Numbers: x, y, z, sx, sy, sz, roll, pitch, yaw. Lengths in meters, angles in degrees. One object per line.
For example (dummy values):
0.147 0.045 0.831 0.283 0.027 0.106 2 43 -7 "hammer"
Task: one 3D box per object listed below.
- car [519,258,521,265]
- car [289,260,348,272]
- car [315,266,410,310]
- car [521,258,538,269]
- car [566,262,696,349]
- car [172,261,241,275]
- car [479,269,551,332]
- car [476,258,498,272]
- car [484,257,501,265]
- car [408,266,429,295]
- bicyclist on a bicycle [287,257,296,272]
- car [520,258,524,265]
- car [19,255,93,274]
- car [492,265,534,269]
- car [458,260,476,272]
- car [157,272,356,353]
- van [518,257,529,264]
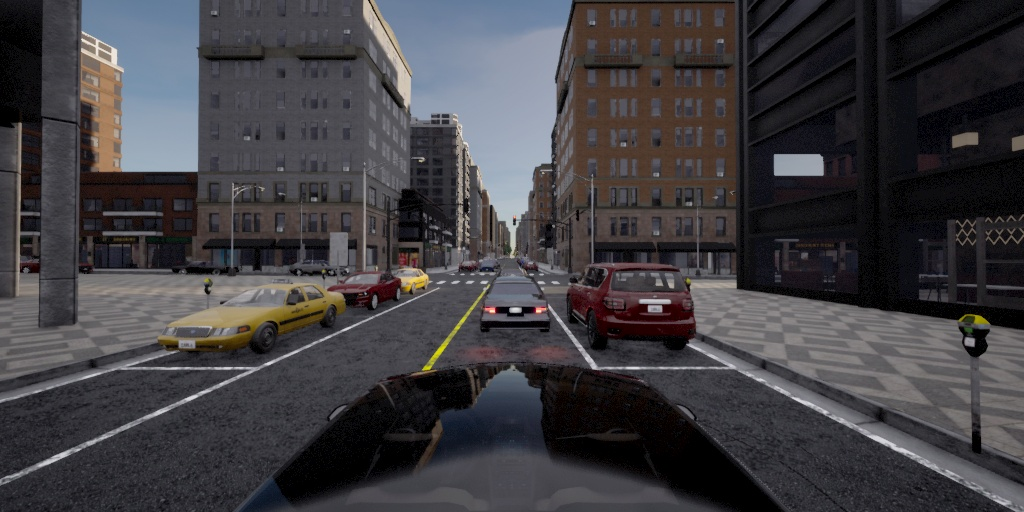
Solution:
2.510 1.346 58.679 1.802 1.307 4.207 0 0 0 "car"
-16.843 1.092 31.449 4.902 1.511 2.128 1 -1 0 "car"
-5.893 1.298 14.673 1.888 1.381 4.507 0 0 0 "car"
2.542 1.342 47.332 1.802 1.307 4.207 0 0 0 "car"
2.649 1.066 9.064 2.192 1.841 5.009 0 0 0 "car"
-26.740 1.113 31.482 4.718 1.301 1.895 1 -1 0 "car"
0.066 1.299 10.795 2.033 1.411 5.357 0 0 0 "car"
-3.249 1.308 46.757 2.033 1.411 5.357 0 0 -4 "car"
-3.235 1.327 56.613 1.994 1.385 4.181 0 0 0 "car"
-5.908 1.279 20.128 1.751 1.417 4.829 0 0 0 "car"
-23.112 0.909 37.711 0.582 1.620 1.656 0 0 0 "bicyclist on a bicycle"
2.526 1.344 53.005 1.802 1.307 4.207 0 0 0 "car"
-39.990 0.869 31.539 5.008 1.535 1.882 0 -1 0 "car"
0.018 1.355 20.522 1.895 1.301 4.718 0 0 0 "car"
-5.984 1.305 47.317 1.888 1.381 4.507 0 0 0 "car"
-5.877 1.277 8.879 1.751 1.417 4.829 0 0 0 "car"
2.495 1.107 64.352 1.690 1.789 3.998 0 0 0 "van"
